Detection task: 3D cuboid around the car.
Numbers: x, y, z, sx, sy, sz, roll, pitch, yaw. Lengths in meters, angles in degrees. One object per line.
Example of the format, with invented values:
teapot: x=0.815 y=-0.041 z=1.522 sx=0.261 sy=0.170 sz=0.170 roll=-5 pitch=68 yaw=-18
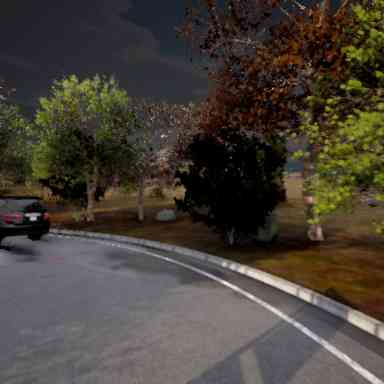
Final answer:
car: x=-8.908 y=1.185 z=15.042 sx=5.566 sy=2.045 sz=2.150 roll=0 pitch=0 yaw=29
